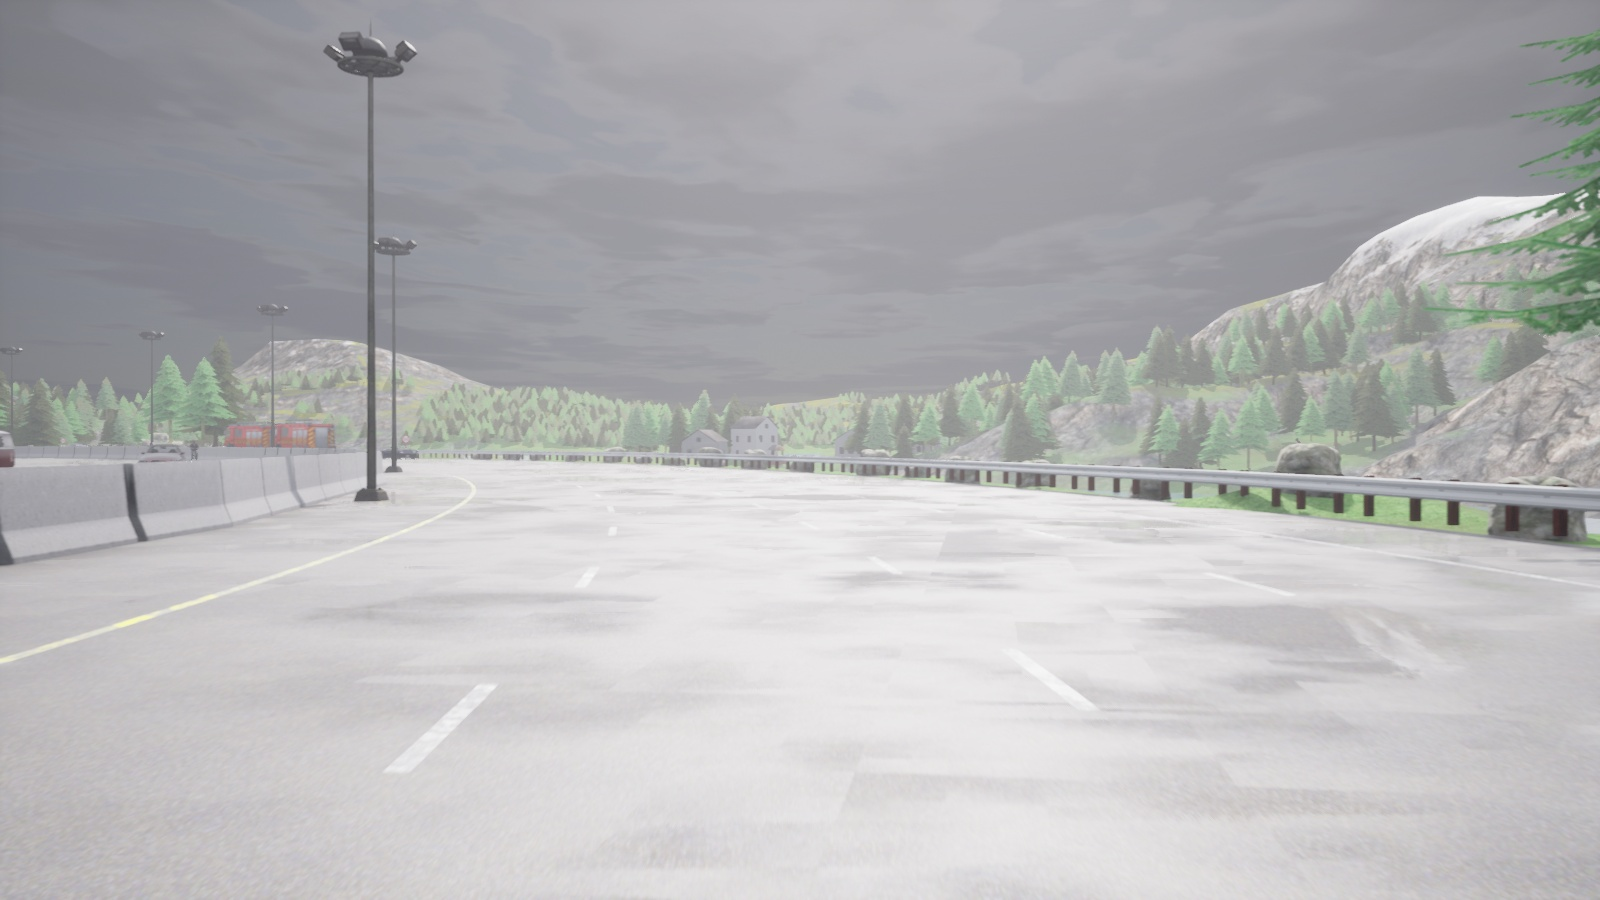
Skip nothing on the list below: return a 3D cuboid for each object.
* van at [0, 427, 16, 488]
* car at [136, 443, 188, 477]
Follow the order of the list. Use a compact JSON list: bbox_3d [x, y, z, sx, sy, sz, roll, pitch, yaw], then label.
[{"bbox_3d":[-26.763,0.253,40.101,1.775,1.987,4.442,0,0,-16],"label":"van"},{"bbox_3d":[-29.117,0.415,57.374,1.816,1.474,4.193,0,0,-23],"label":"car"}]
